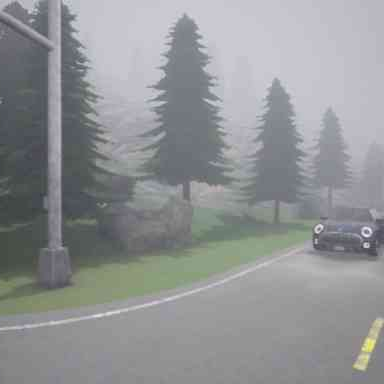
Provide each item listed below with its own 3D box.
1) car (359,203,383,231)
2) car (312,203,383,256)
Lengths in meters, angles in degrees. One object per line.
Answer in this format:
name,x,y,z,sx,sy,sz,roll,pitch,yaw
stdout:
car,12.561,1.549,21.776,2.033,1.411,5.357,0,0,36
car,6.385,1.350,13.268,2.097,1.767,4.553,0,0,36
